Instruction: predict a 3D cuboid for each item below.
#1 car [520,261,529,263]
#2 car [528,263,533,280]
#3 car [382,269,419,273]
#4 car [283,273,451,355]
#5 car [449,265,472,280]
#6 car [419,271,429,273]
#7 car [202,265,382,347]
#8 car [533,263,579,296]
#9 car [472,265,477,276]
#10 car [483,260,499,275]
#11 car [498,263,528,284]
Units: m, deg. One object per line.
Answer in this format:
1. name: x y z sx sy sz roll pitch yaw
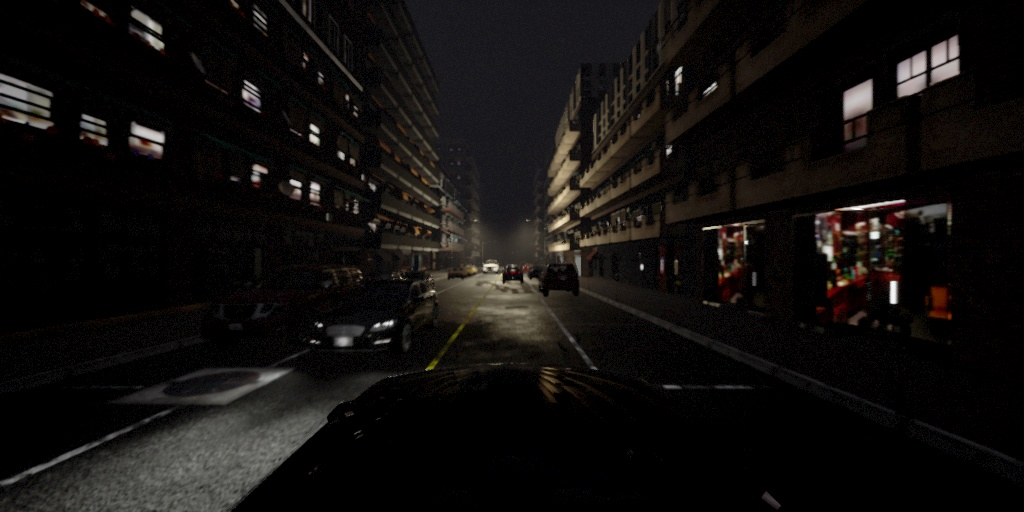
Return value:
1. car: 2.669 1.960 60.835 1.967 1.591 4.097 0 0 0
2. car: 2.677 1.789 38.182 1.948 1.339 4.313 0 0 0
3. car: -5.697 1.369 15.557 1.967 1.591 4.097 0 0 0
4. car: -3.104 1.336 9.040 2.128 1.511 4.902 0 -1 0
5. car: -5.704 1.749 38.042 1.751 1.417 4.829 0 0 0
6. car: -5.698 1.568 21.221 1.948 1.339 4.313 0 0 0
7. car: -5.694 1.170 9.894 2.192 1.841 5.009 0 0 0
8. car: 2.682 1.316 21.192 2.192 1.841 5.009 0 0 0
9. car: -5.706 1.823 43.706 1.751 1.417 4.829 0 0 0
10. car: -3.046 1.638 52.664 2.150 2.045 5.566 0 -1 1
11. car: 0.086 1.636 32.145 2.128 1.511 4.902 0 -1 0
